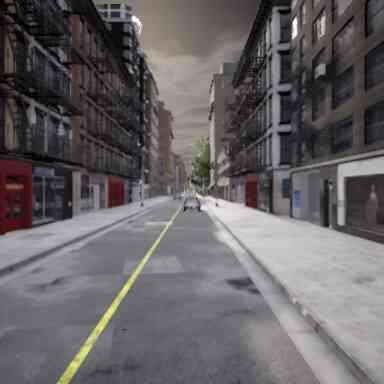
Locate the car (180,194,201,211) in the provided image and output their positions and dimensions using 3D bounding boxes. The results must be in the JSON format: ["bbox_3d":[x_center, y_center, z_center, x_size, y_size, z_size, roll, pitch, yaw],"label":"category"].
[{"bbox_3d":[0.009,1.305,37.048,2.033,1.649,4.856,0,0,0],"label":"car"}]

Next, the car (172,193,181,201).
[{"bbox_3d":[-3.013,1.043,69.819,1.837,1.490,4.892,0,0,0],"label":"car"}]

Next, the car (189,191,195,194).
[{"bbox_3d":[-0.014,0.663,70.517,1.801,1.575,5.366,0,0,0],"label":"car"}]
